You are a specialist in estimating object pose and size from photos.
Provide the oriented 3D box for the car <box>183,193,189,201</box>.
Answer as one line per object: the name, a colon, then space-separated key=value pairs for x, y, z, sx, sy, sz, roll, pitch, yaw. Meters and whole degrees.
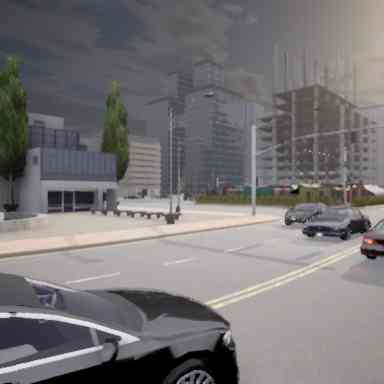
car: x=-0.280 y=1.062 z=76.643 sx=1.905 sy=1.878 sz=3.866 roll=0 pitch=0 yaw=43

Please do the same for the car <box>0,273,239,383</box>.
car: x=-1.740 y=1.492 z=2.773 sx=4.902 sy=1.511 sz=2.128 roll=0 pitch=0 yaw=-36

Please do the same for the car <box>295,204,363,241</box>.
car: x=7.486 y=1.514 z=16.861 sx=2.033 sy=1.411 sz=5.357 roll=0 pitch=0 yaw=42

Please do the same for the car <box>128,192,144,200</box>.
car: x=-14.577 y=1.069 z=90.085 sx=1.905 sy=1.878 sz=3.866 roll=0 pitch=0 yaw=43

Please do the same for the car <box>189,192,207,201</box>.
car: x=1.818 y=1.300 z=74.648 sx=1.970 sy=1.475 sz=3.806 roll=0 pitch=0 yaw=43

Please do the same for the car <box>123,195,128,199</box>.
car: x=-16.644 y=1.067 z=92.111 sx=1.932 sy=1.855 sz=4.605 roll=0 pitch=0 yaw=43

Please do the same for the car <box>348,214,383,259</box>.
car: x=7.442 y=1.521 z=11.470 sx=2.033 sy=1.411 sz=5.357 roll=0 pitch=0 yaw=43

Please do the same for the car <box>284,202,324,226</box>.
car: x=7.966 y=1.459 z=22.584 sx=1.837 sy=1.490 sz=4.892 roll=0 pitch=0 yaw=42
